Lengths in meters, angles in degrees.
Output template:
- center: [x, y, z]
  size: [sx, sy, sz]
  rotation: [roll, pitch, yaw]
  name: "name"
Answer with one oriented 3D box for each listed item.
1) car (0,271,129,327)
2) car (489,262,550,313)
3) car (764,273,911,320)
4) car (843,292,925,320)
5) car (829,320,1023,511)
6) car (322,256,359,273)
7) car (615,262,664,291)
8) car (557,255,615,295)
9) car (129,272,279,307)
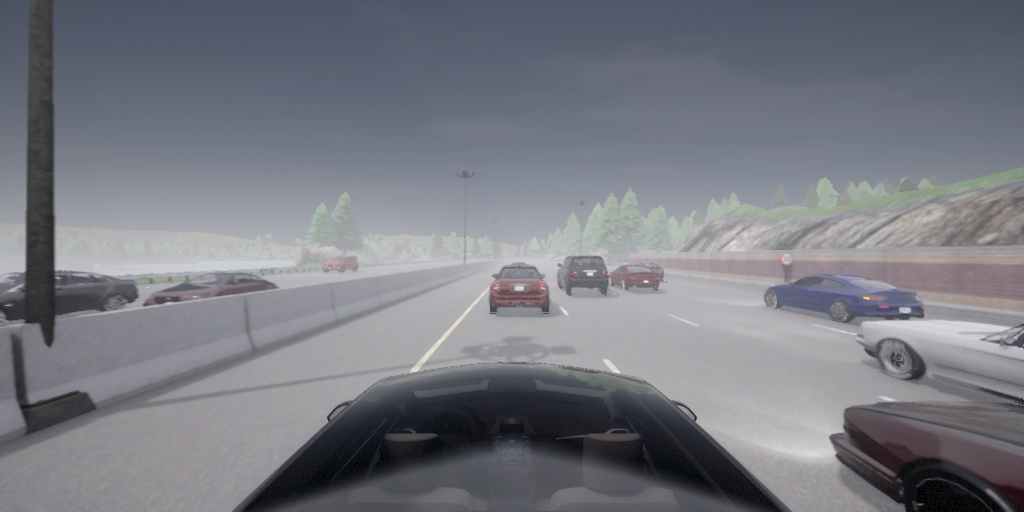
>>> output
- center: [-13.992, 1.203, 10.458]
  size: [2.128, 1.511, 4.902]
  rotation: [0, 0, 1]
  name: "car"
- center: [0.276, 1.103, 14.084]
  size: [2.097, 1.767, 4.553]
  rotation: [0, 0, 1]
  name: "car"
- center: [10.746, 1.305, 12.068]
  size: [1.812, 1.442, 4.674]
  rotation: [0, 0, 1]
  name: "car"
- center: [7.149, 1.370, 4.320]
  size: [1.895, 1.301, 4.718]
  rotation: [0, 0, 0]
  name: "car"
- center: [3.636, 1.308, 0.542]
  size: [2.033, 1.411, 5.357]
  rotation: [0, 0, 0]
  name: "car"
- center: [-20.396, 1.005, 43.028]
  size: [2.150, 2.045, 5.566]
  rotation: [0, 0, 1]
  name: "car"
- center: [7.389, 1.248, 22.137]
  size: [1.882, 1.535, 5.008]
  rotation: [0, 0, 1]
  name: "car"
- center: [3.859, 0.982, 20.192]
  size: [2.150, 2.045, 5.566]
  rotation: [0, 0, 1]
  name: "car"
- center: [-10.454, 1.285, 12.885]
  size: [1.994, 1.385, 4.181]
  rotation: [0, 0, 1]
  name: "car"
